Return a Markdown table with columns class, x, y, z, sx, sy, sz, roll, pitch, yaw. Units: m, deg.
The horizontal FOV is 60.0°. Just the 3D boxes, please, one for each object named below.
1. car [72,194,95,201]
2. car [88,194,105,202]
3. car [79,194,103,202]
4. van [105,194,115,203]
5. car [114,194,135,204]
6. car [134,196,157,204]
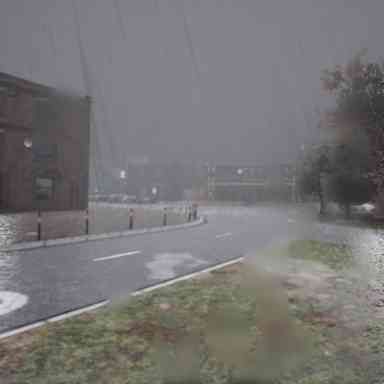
| class | x | y | z | sx | sy | sz | roll | pitch | yaw |
| --- | --- | --- | --- | --- | --- | --- | --- | --- | --- |
| car | -25.088 | 1.309 | 77.112 | 2.231 | 1.521 | 4.892 | 2 | -1 | 32 |
| car | -20.356 | 1.327 | 74.192 | 2.185 | 1.767 | 4.553 | 2 | -1 | 32 |
| car | -22.843 | 1.376 | 75.697 | 2.097 | 1.535 | 5.008 | 2 | 0 | 32 |
| van | -15.820 | 1.358 | 71.191 | 1.878 | 1.987 | 4.442 | 2 | -1 | 32 |
| car | -13.279 | 1.526 | 69.777 | 2.185 | 1.767 | 4.553 | 1 | -1 | 32 |
| car | -8.705 | 1.790 | 66.848 | 2.163 | 1.488 | 4.792 | 1 | -1 | 32 |
